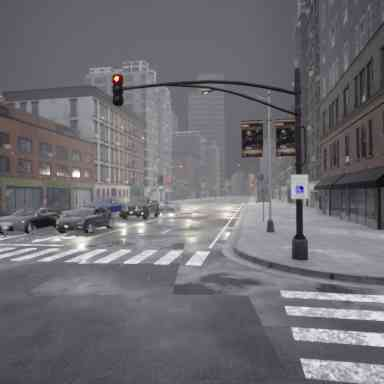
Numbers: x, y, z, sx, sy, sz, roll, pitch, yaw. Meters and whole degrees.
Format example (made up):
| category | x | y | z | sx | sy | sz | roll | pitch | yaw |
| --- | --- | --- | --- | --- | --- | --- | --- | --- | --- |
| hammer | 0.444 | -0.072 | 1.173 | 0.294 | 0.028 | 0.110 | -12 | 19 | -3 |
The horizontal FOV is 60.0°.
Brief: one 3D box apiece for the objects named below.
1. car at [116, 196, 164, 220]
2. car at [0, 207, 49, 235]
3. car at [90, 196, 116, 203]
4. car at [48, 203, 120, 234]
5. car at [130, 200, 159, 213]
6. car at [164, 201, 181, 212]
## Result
| category | x | y | z | sx | sy | sz | roll | pitch | yaw |
| --- | --- | --- | --- | --- | --- | --- | --- | --- | --- |
| car | -4.593 | 1.378 | 30.567 | 2.150 | 2.045 | 5.566 | -1 | 0 | 11 |
| car | -9.742 | 1.671 | 20.404 | 2.128 | 1.511 | 4.902 | -1 | 0 | 8 |
| car | -7.900 | 1.418 | 30.554 | 2.150 | 2.045 | 5.566 | -1 | 0 | 10 |
| car | -6.400 | 1.645 | 20.441 | 1.837 | 1.490 | 4.892 | -1 | -1 | 10 |
| car | -5.858 | 1.771 | 41.917 | 2.033 | 1.411 | 5.357 | -1 | 0 | 10 |
| car | -2.757 | 1.782 | 40.804 | 1.895 | 1.301 | 4.718 | -1 | 0 | 10 |
